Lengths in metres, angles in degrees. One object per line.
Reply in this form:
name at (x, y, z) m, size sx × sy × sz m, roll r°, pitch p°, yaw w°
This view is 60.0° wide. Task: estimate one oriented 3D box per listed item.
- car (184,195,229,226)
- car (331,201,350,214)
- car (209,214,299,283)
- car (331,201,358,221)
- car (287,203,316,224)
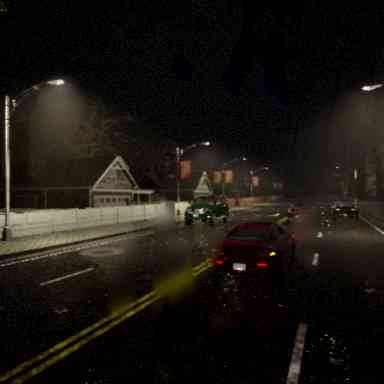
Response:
car at (1.273, 1.304, 25.739) m, size 2.150 × 2.045 × 5.566 m, roll -1°, pitch -1°, yaw 22°
car at (17.335, 1.751, 39.011) m, size 1.895 × 1.301 × 4.718 m, roll -1°, pitch -1°, yaw 22°
car at (1.991, 1.612, 10.005) m, size 1.812 × 1.442 × 4.674 m, roll -1°, pitch -1°, yaw 22°
car at (12.958, 1.601, 28.288) m, size 2.128 × 1.511 × 4.902 m, roll -1°, pitch -1°, yaw 22°
car at (8.770, 1.665, 26.624) m, size 1.837 × 1.490 × 4.892 m, roll -1°, pitch -1°, yaw 22°
